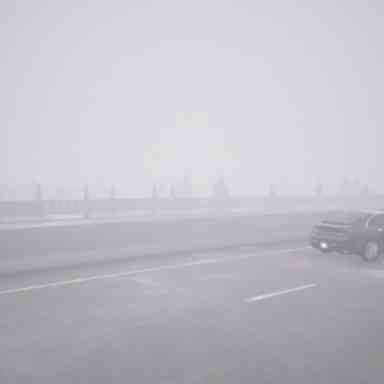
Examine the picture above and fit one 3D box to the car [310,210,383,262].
[{"bbox_3d":[6.329,1.398,11.595,4.892,1.490,1.837,-1,0,-27],"label":"car"}]
